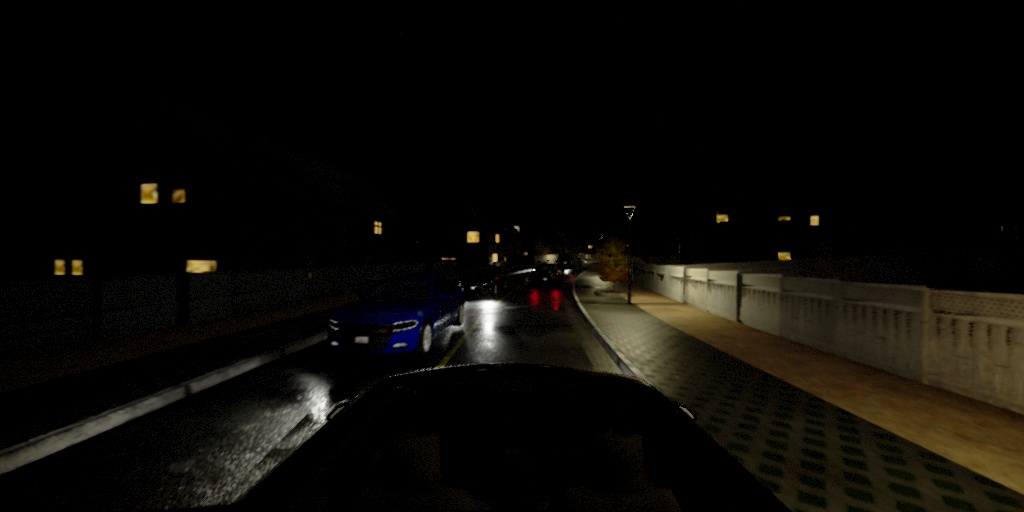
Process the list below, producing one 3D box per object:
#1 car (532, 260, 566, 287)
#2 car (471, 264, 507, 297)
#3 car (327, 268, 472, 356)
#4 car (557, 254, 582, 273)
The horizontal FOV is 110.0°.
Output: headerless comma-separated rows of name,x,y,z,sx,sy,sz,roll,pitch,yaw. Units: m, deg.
car,2.448,1.215,24.192,1.812,1.442,4.674,0,0,11
car,-1.448,1.213,18.959,1.837,1.490,4.892,0,0,8
car,-2.474,1.209,8.833,1.882,1.535,5.008,0,0,4
car,6.168,0.757,38.731,2.150,2.045,5.566,0,1,18
